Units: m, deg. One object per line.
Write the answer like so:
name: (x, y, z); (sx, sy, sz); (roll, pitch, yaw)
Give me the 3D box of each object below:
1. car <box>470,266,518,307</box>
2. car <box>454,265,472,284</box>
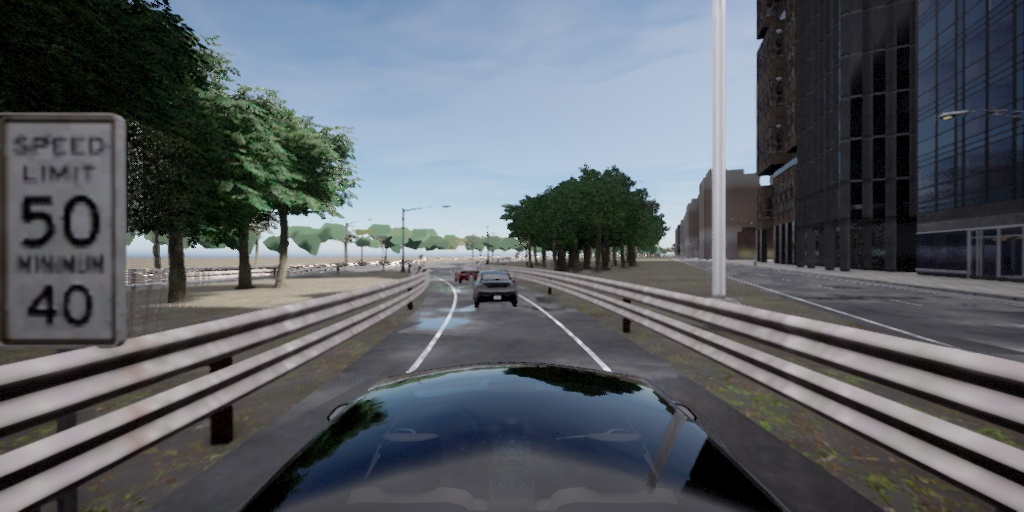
car: (-0.883, 1.418, 16.599); (1.837, 1.490, 4.892); (0, 0, -7)
car: (-4.012, 1.571, 31.936); (1.882, 1.535, 5.008); (0, 0, -16)
